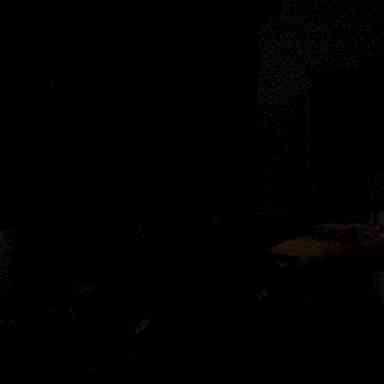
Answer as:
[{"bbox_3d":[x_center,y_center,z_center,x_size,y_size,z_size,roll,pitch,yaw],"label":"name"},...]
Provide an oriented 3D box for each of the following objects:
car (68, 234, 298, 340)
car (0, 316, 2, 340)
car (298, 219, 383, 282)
[{"bbox_3d":[-0.138,1.557,6.568,4.313,1.339,1.947,0,0,-36],"label":"car"},{"bbox_3d":[-4.688,1.530,3.291,4.829,1.417,1.752,0,0,-36],"label":"car"},{"bbox_3d":[4.137,1.503,9.647,4.829,1.417,1.752,0,0,-36],"label":"car"}]
